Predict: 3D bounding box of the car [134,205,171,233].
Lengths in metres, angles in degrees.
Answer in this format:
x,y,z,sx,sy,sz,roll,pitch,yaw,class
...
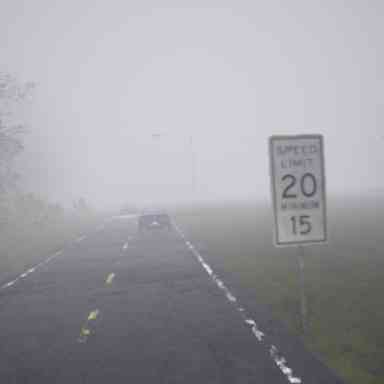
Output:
x,y,z,sx,sy,sz,roll,pitch,yaw,class
-2.392,1.611,21.036,1.882,1.535,5.008,-3,0,-7,car

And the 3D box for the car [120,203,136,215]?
x,y,z,sx,sy,sz,roll,pitch,yaw,class
-7.529,1.998,39.986,1.994,1.385,4.181,-3,0,-7,car
